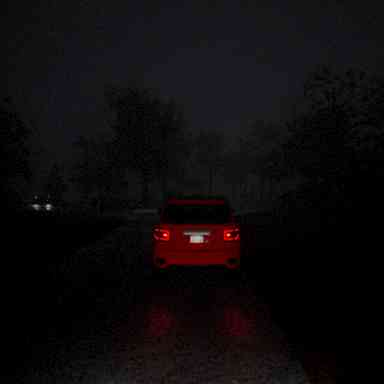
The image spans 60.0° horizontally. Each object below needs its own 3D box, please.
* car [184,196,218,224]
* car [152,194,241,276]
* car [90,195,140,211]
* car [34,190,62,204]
[{"bbox_3d":[0.743,1.133,23.030,1.882,1.535,5.008,0,1,7],"label":"car"},{"bbox_3d":[0.119,1.073,9.963,2.150,2.045,5.566,0,1,0],"label":"car"},{"bbox_3d":[-7.423,1.025,32.147,4.892,1.490,1.837,0,2,11],"label":"car"},{"bbox_3d":[-19.507,0.677,45.297,2.097,1.767,4.553,0,1,2],"label":"car"}]
